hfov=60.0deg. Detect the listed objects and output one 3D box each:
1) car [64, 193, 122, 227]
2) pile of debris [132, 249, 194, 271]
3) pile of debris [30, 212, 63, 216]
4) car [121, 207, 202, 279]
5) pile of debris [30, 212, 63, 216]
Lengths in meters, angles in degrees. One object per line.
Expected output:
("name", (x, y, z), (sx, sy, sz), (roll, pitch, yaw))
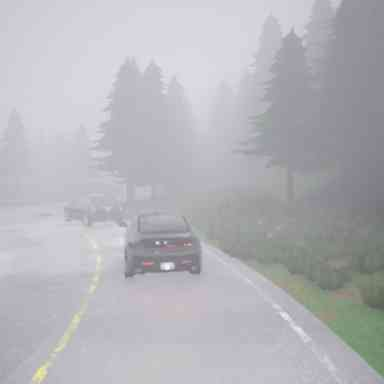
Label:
("car", (-5.828, 0.915, 19.412), (2.097, 1.767, 4.553), (-1, 2, -39))
("pile of debris", (-0.913, 1.954, 9.753), (1.500, 0.140, 1.860), (0, 1, -15))
("pile of debris", (-10.763, 1.625, 24.603), (1.860, 0.140, 1.500), (1, 2, 38))
("car", (-0.985, 1.288, 9.504), (1.837, 1.490, 4.892), (0, 1, -11))
("pile of debris", (-10.763, 1.625, 24.603), (1.860, 0.140, 1.500), (1, 2, 38))
